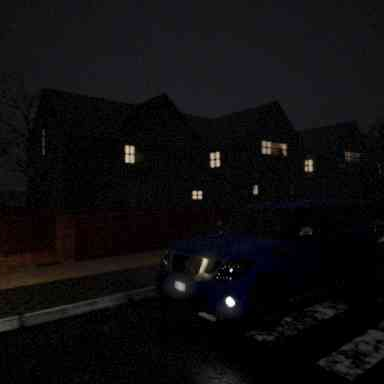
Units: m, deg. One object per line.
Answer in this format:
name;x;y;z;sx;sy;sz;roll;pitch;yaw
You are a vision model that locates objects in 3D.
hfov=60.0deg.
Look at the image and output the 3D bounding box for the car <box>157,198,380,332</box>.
car;1.955;1.181;7.178;5.566;2.045;2.150;0;-1;-39
